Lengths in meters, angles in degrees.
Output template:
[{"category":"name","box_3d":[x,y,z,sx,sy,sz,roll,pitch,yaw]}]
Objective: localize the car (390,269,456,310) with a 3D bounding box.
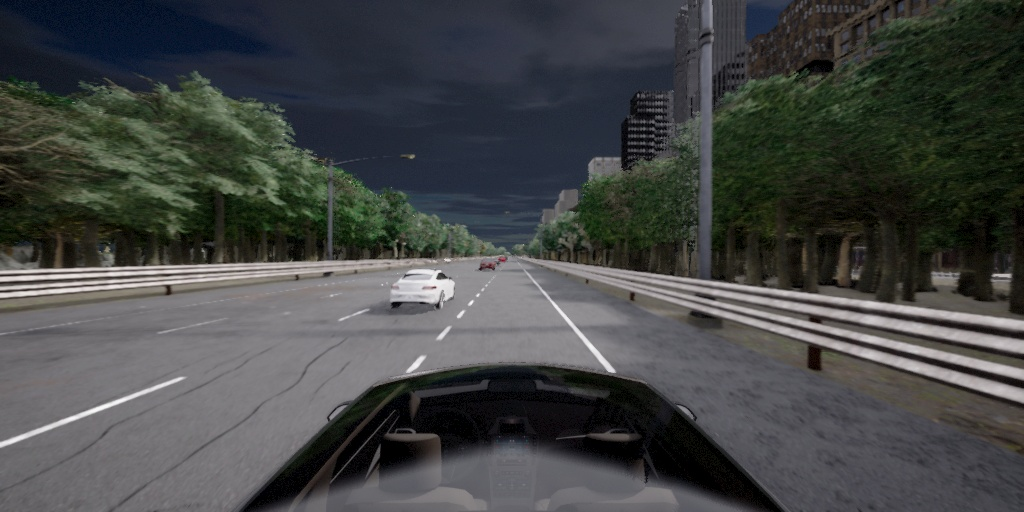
[{"category":"car","box_3d":[-3.479,1.247,14.506,1.812,1.442,4.674,1,0,0]}]

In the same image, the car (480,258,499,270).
[{"category":"car","box_3d":[-3.414,1.111,51.581,2.097,1.767,4.553,1,0,0]}]
